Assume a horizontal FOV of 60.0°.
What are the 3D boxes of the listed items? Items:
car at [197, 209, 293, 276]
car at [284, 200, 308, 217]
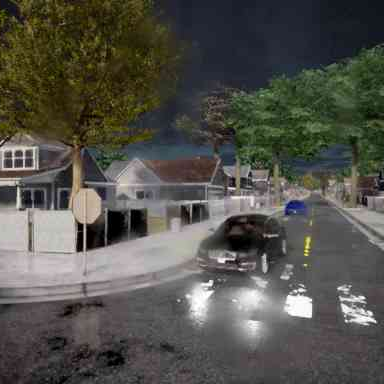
[{"bbox_3d":[1.801,1.504,10.664,1.837,1.490,4.892,0,0,26],"label":"car"},{"bbox_3d":[9.825,1.483,31.274,1.882,1.535,5.008,0,0,20],"label":"car"}]
